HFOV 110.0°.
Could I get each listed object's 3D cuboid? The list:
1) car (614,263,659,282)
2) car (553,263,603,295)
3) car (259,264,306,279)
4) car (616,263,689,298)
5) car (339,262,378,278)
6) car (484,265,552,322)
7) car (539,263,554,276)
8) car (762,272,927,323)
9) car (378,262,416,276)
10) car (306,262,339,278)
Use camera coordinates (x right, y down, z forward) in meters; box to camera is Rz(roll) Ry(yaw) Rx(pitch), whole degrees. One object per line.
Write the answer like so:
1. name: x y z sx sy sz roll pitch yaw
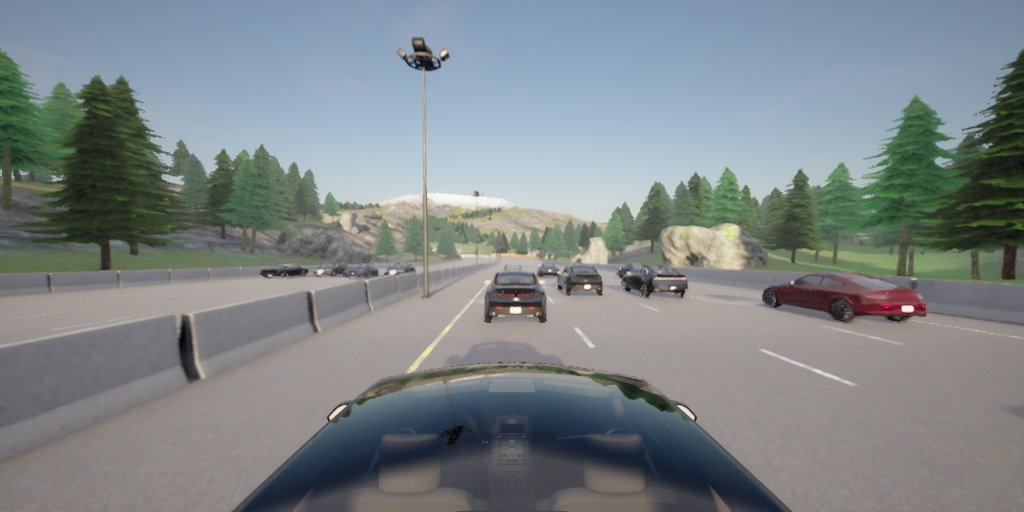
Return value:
1. car: 10.605 1.329 30.972 2.033 1.411 5.357 0 0 0
2. car: 3.603 1.233 19.523 1.837 1.490 4.892 0 0 0
3. car: -21.088 1.401 33.429 1.895 1.301 4.718 0 0 0
4. car: 7.103 1.218 18.251 2.128 1.511 4.902 0 0 0
5. car: -14.087 1.367 33.749 1.994 1.385 4.181 0 0 0
6. car: 0.102 1.227 12.150 1.837 1.490 4.892 0 0 0
7. car: 3.606 1.385 35.898 1.994 1.385 4.181 0 -1 0
8. car: 10.602 1.248 11.908 1.812 1.442 4.674 0 0 0
9. car: -10.588 1.299 34.313 2.128 1.511 4.902 0 0 0
10. car: -17.584 1.308 35.300 2.128 1.511 4.902 0 -1 0
